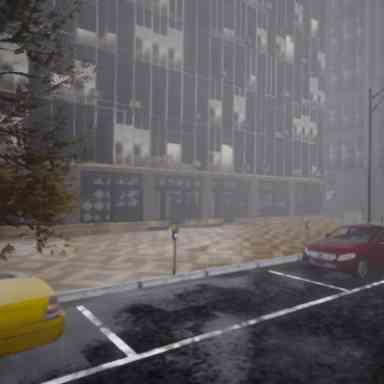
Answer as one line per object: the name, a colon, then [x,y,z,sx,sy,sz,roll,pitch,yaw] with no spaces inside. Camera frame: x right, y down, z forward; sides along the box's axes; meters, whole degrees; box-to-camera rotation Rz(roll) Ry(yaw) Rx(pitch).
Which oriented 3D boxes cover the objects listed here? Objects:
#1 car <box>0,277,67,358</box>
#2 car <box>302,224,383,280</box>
car: [-4.008,1.514,3.691,4.829,1.417,1.752,1,0,-35]
car: [5.182,1.675,10.248,4.206,1.307,1.802,1,0,-35]
